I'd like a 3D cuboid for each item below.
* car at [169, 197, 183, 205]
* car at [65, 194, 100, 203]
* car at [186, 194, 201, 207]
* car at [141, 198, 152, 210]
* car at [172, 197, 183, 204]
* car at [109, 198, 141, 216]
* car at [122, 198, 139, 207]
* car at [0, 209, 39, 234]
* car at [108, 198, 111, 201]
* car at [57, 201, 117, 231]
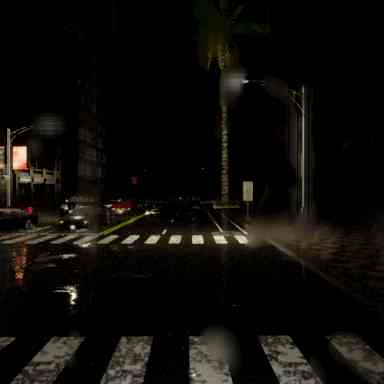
[{"bbox_3d":[-2.935,1.610,57.709,1.994,1.385,4.181,0,0,1],"label":"car"},{"bbox_3d":[-9.731,1.232,29.545,2.150,2.045,5.566,0,0,0],"label":"car"},{"bbox_3d":[0.209,1.259,53.417,2.150,2.045,5.566,0,0,0],"label":"car"},{"bbox_3d":[-6.416,1.528,43.966,1.837,1.490,4.892,0,0,0],"label":"car"},{"bbox_3d":[-2.896,1.633,67.667,1.994,1.385,4.181,0,0,0],"label":"car"},{"bbox_3d":[-6.464,1.535,32.442,1.812,1.442,4.674,0,0,0],"label":"car"},{"bbox_3d":[-9.598,1.636,52.264,1.895,1.301,4.718,0,0,1],"label":"car"},{"bbox_3d":[-10.307,1.604,17.676,1.895,1.301,4.718,0,0,7],"label":"car"},{"bbox_3d":[-9.678,1.511,41.614,2.128,1.511,4.902,0,0,0],"label":"car"},{"bbox_3d":[-6.514,1.552,20.847,2.033,1.411,5.357,0,0,0],"label":"car"}]
